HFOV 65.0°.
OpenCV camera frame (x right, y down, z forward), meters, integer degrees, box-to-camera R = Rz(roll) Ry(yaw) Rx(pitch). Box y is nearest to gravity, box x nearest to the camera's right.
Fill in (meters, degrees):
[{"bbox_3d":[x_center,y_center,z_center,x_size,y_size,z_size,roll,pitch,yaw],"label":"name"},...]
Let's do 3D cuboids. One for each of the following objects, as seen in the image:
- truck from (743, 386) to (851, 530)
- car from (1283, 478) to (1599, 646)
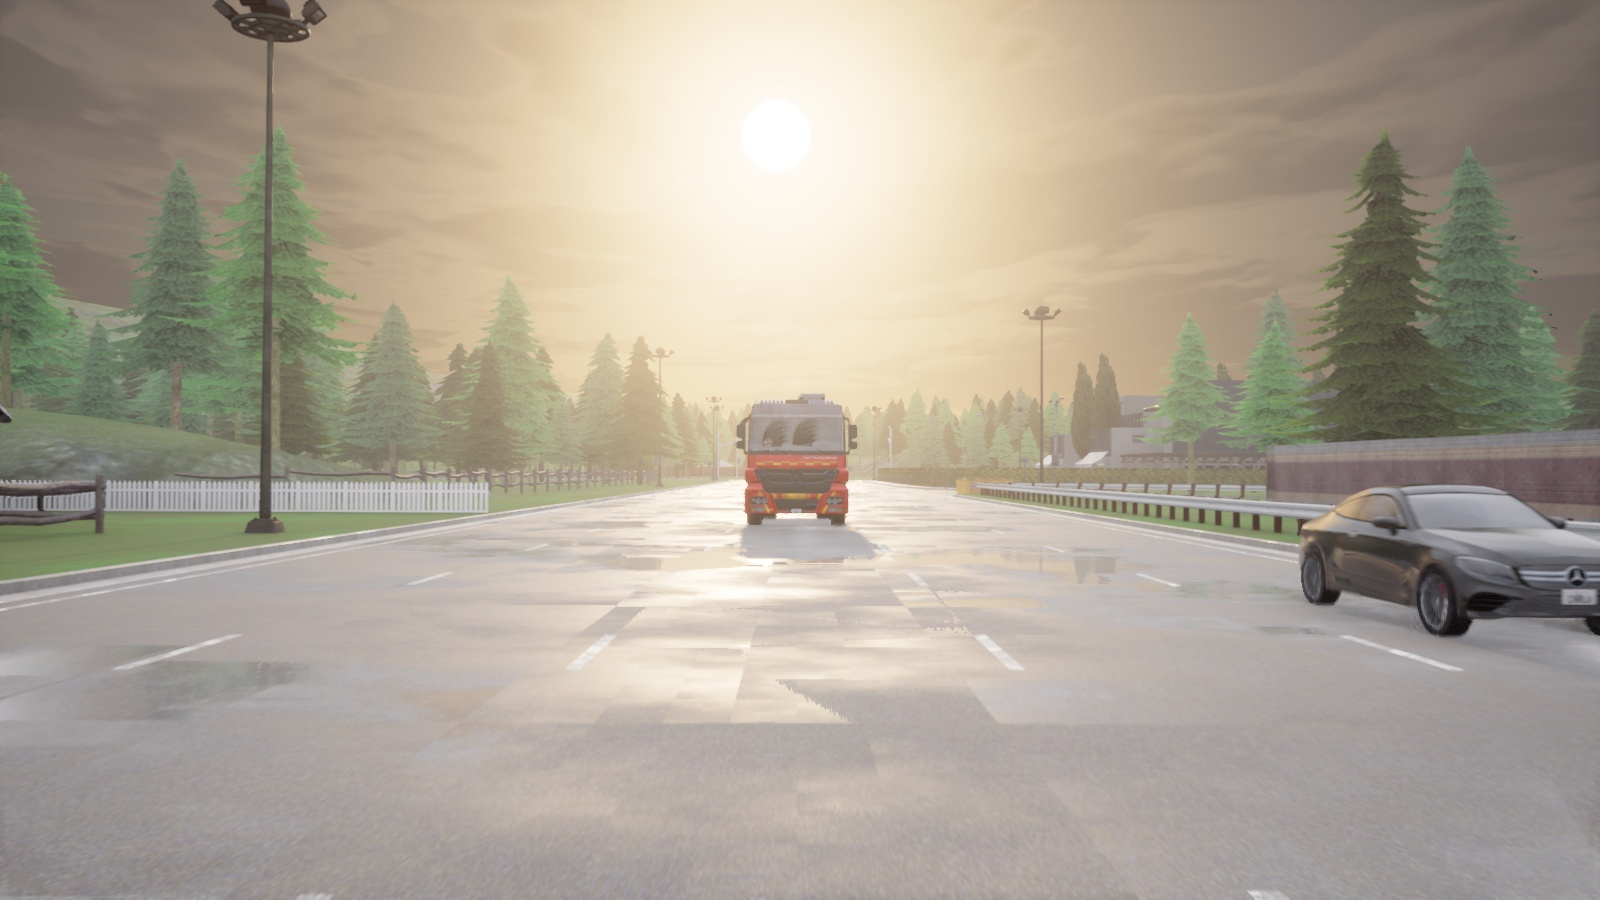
[{"bbox_3d":[-0.093,0.285,37.925,2.891,3.827,8.468,0,-1,0],"label":"truck"},{"bbox_3d":[6.969,1.037,13.396,1.812,1.442,4.674,0,-1,0],"label":"car"}]
